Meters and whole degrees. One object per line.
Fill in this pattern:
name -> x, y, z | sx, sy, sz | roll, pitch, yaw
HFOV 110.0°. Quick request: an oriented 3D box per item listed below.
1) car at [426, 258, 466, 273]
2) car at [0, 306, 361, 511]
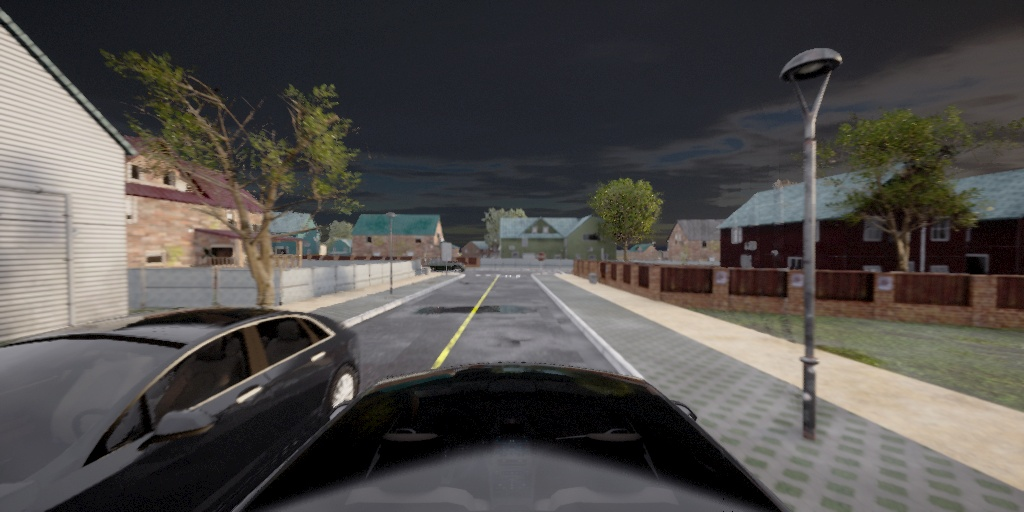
car -> -7.572, 0.999, 41.389 | 4.553, 1.767, 2.097 | 0, 1, -1
car -> -2.850, 1.255, 2.759 | 1.837, 1.490, 4.892 | 0, 0, 0
